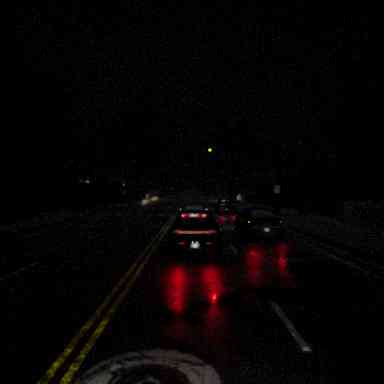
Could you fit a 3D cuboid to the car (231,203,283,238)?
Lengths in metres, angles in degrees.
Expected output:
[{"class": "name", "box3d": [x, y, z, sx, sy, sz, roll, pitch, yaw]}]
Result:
[{"class": "car", "box3d": [3.355, 1.481, 17.217, 1.812, 1.442, 4.674, 0, 0, 0]}]

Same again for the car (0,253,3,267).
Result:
[{"class": "car", "box3d": [-3.329, 1.521, 1.856, 1.812, 1.442, 4.674, 0, 0, 0]}]

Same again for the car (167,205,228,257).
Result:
[{"class": "car", "box3d": [0.104, 1.459, 12.813, 2.128, 1.511, 4.902, 0, 0, 0]}]

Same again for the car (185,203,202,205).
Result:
[{"class": "car", "box3d": [0.107, 1.487, 23.412, 2.033, 1.411, 5.357, 0, 0, 0]}]

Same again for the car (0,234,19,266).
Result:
[{"class": "car", "box3d": [-6.534, 1.579, 8.512, 1.895, 1.301, 4.718, 0, 0, 1]}]

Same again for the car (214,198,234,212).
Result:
[{"class": "car", "box3d": [3.358, 1.402, 34.437, 2.128, 1.511, 4.902, 0, 0, 0]}]
